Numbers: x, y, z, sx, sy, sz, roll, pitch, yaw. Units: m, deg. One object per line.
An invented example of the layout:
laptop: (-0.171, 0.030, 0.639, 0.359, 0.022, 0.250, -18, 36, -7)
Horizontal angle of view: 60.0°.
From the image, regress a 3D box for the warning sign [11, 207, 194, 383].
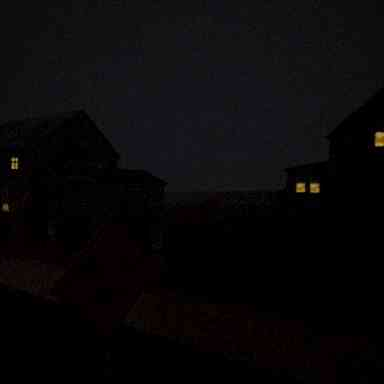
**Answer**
warning sign: (-0.831, 1.115, 3.291, 1.060, 1.860, 1.300, 2, 0, 35)
